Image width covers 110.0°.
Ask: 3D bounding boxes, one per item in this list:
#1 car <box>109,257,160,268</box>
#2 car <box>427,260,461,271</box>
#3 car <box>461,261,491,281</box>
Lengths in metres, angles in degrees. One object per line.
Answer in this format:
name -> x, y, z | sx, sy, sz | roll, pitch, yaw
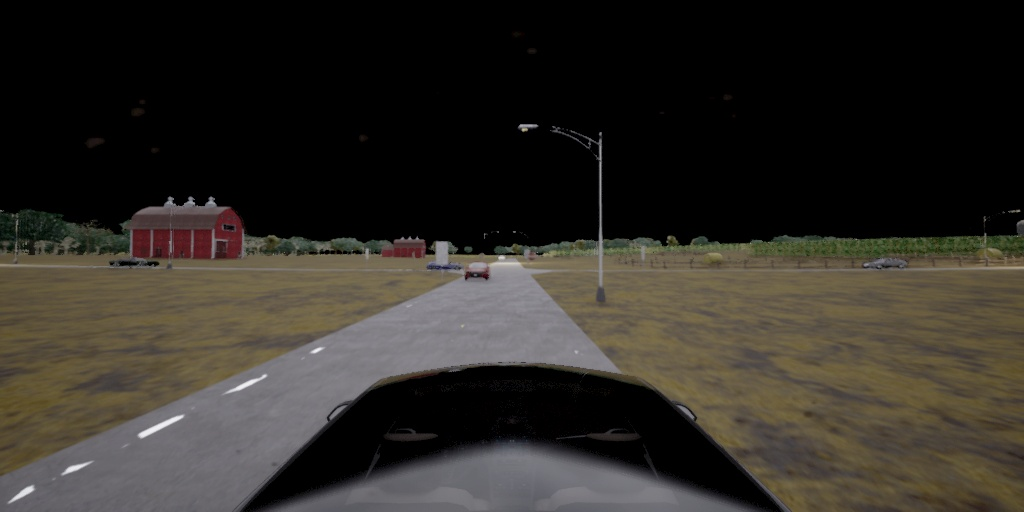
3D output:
car -> -46.723, 0.816, 44.480 | 4.718, 1.301, 1.895 | 1, -1, 0
car -> -8.203, 1.167, 44.513 | 4.674, 1.442, 1.812 | 1, -1, 0
car -> -2.790, 1.203, 30.061 | 1.882, 1.535, 5.008 | 0, 0, 1
